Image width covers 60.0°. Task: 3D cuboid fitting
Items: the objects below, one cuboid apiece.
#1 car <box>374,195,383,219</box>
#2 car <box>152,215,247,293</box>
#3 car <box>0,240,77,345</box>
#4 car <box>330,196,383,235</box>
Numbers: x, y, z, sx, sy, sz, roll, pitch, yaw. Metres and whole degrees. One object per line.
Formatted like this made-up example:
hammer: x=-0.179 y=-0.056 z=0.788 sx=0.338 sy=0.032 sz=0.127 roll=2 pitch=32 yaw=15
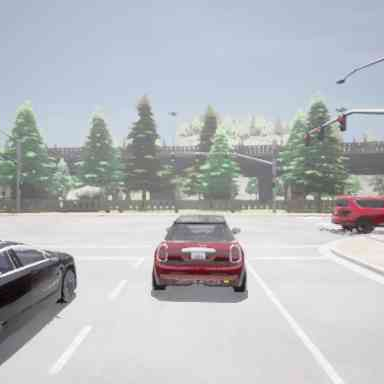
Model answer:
car: x=19.470 y=1.332 z=29.347 sx=5.566 sy=2.045 sz=2.150 roll=0 pitch=0 yaw=1
car: x=0.287 y=1.404 z=9.228 sx=2.097 sy=1.767 sz=4.553 roll=0 pitch=0 yaw=4
car: x=-3.425 y=1.523 z=5.334 sx=2.128 sy=1.511 sz=4.902 roll=0 pitch=0 yaw=0
car: x=10.797 y=1.271 z=18.801 sx=5.566 sy=2.045 sz=2.150 roll=0 pitch=0 yaw=1
